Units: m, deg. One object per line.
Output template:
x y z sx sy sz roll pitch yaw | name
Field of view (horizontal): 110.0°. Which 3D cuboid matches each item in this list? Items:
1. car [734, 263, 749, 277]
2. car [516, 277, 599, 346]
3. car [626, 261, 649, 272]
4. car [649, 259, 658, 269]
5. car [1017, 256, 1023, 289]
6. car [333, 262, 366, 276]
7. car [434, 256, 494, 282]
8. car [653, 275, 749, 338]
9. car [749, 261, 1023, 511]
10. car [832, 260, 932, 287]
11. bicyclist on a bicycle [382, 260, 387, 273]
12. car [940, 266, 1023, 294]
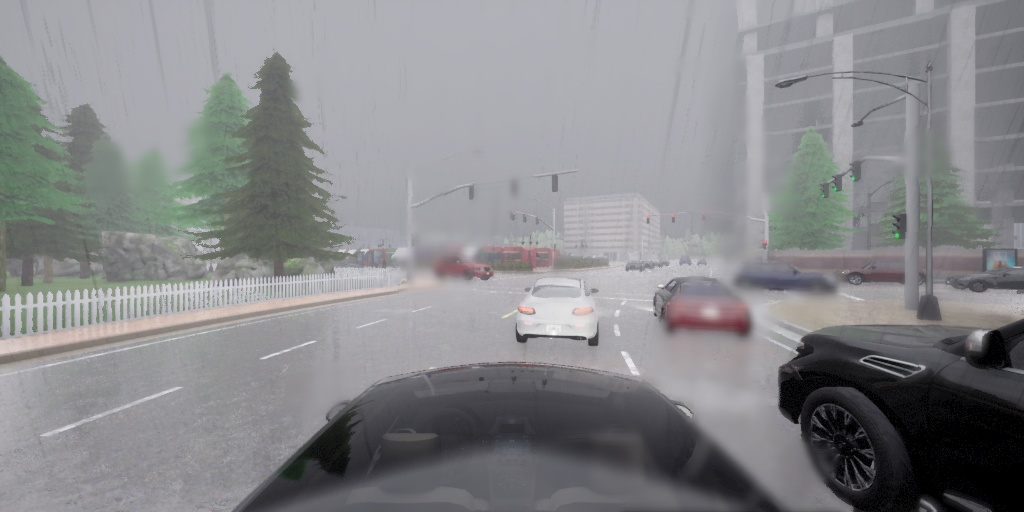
14.627 1.137 19.480 4.553 1.767 2.097 1 0 30 | car
1.271 1.276 9.399 1.812 1.442 4.674 0 0 11 | car
16.457 1.314 47.661 1.994 1.385 4.181 0 0 29 | car
20.781 1.351 55.401 1.895 1.301 4.718 0 0 29 | car
34.242 1.027 20.660 5.566 2.045 2.150 0 0 30 | car
-16.960 1.369 37.381 4.181 1.385 1.994 0 0 30 | car
-4.081 1.028 29.658 5.566 2.045 2.150 0 -1 37 | car
5.292 1.314 10.409 1.994 1.385 4.181 0 0 17 | car
3.737 0.971 1.179 2.150 2.045 5.566 0 0 0 | car
25.903 1.157 25.387 4.553 1.767 2.097 0 0 29 | car
-15.755 1.258 44.253 0.582 1.620 1.656 0 0 -23 | bicyclist on a bicycle
27.992 1.331 20.154 4.674 1.442 1.812 0 0 29 | car
